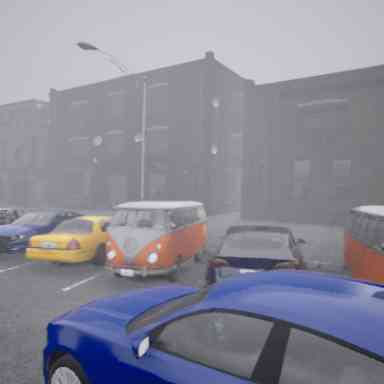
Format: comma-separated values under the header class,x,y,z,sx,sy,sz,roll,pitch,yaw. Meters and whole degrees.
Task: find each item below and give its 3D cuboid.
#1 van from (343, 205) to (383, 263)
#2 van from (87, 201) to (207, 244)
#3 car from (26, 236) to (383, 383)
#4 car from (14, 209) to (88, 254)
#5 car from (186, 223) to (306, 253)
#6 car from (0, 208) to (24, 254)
class,x,y,z,sx,sy,sz,roll,pitch,yaw
van,4.045,1.255,6.085,1.878,1.987,4.442,1,-1,15
van,-0.865,1.249,9.576,1.878,1.987,4.442,1,-1,15
car,0.708,1.477,2.869,5.008,1.535,1.882,0,0,35
car,-3.257,1.472,11.608,1.946,1.575,5.366,0,-1,15
car,1.622,1.509,7.973,2.163,1.488,4.792,0,-1,15
car,-5.760,1.470,13.167,2.097,1.535,5.008,1,-1,15
